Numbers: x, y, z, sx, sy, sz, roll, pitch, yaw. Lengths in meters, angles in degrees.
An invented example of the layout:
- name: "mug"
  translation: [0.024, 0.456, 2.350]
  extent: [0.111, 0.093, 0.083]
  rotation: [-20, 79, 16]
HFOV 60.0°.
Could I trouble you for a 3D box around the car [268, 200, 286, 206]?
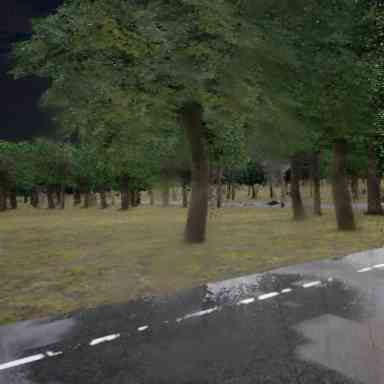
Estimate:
- name: "car"
  translation: [21.556, 2.809, 84.676]
  extent: [1.837, 1.490, 4.892]
  rotation: [-4, 1, -34]
